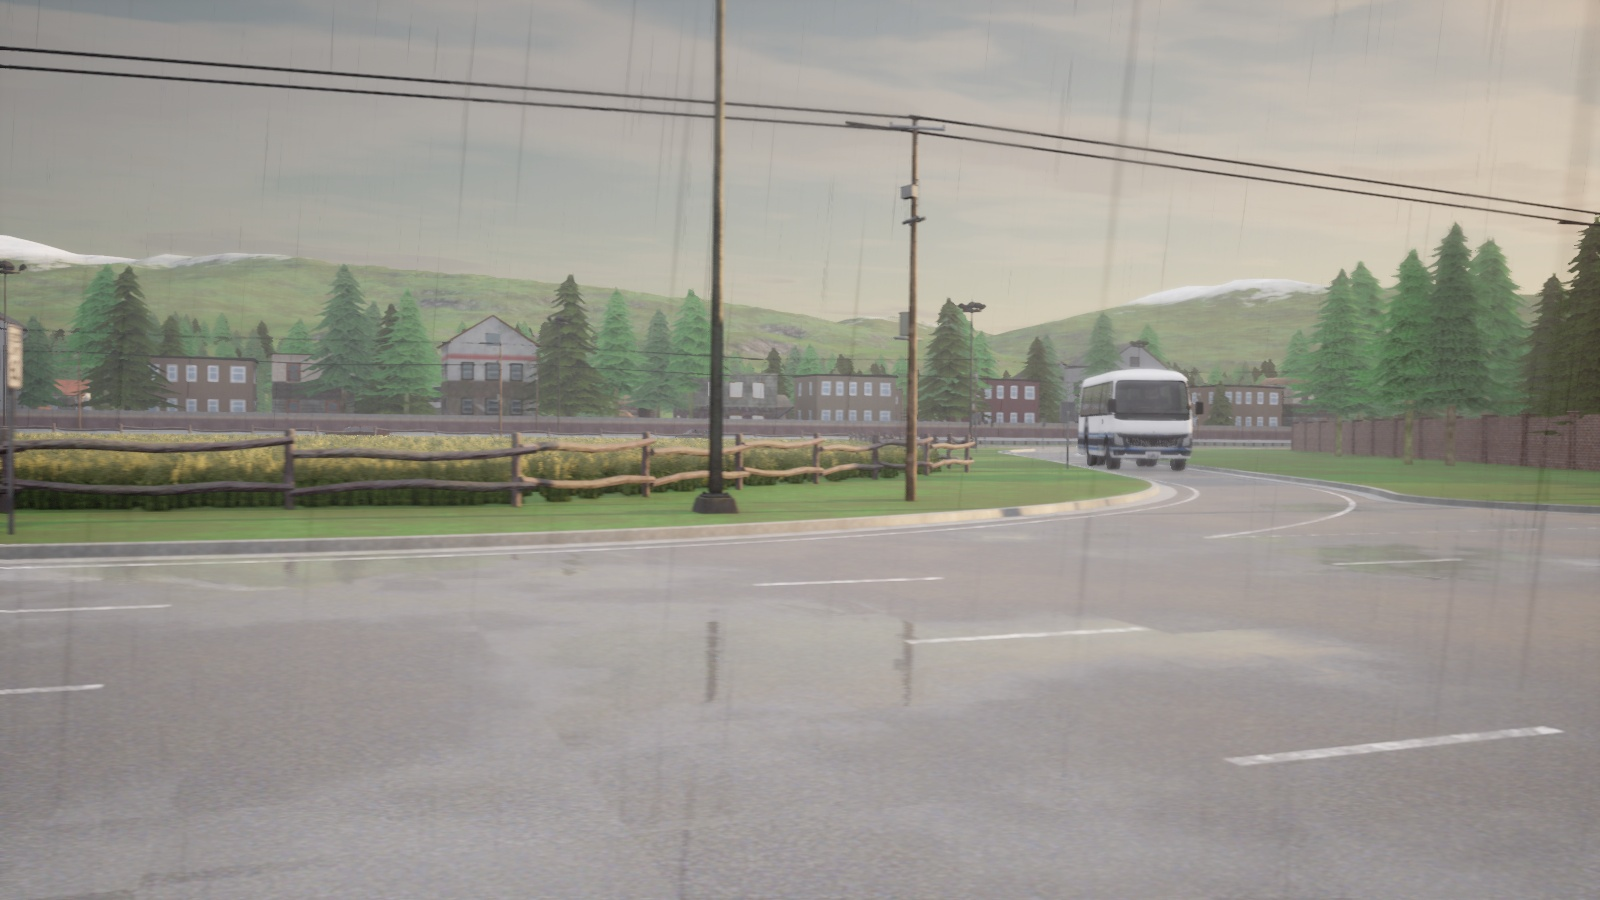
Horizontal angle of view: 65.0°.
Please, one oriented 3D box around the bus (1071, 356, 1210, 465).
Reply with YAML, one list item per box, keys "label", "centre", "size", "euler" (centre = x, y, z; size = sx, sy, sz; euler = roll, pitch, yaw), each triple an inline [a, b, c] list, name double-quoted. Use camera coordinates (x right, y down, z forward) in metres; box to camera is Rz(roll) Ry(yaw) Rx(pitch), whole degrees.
- label: "bus"
  centre: [14.570, -1.635, 54.736]
  size: [3.944, 4.253, 10.273]
  euler: [-1, 1, 4]
